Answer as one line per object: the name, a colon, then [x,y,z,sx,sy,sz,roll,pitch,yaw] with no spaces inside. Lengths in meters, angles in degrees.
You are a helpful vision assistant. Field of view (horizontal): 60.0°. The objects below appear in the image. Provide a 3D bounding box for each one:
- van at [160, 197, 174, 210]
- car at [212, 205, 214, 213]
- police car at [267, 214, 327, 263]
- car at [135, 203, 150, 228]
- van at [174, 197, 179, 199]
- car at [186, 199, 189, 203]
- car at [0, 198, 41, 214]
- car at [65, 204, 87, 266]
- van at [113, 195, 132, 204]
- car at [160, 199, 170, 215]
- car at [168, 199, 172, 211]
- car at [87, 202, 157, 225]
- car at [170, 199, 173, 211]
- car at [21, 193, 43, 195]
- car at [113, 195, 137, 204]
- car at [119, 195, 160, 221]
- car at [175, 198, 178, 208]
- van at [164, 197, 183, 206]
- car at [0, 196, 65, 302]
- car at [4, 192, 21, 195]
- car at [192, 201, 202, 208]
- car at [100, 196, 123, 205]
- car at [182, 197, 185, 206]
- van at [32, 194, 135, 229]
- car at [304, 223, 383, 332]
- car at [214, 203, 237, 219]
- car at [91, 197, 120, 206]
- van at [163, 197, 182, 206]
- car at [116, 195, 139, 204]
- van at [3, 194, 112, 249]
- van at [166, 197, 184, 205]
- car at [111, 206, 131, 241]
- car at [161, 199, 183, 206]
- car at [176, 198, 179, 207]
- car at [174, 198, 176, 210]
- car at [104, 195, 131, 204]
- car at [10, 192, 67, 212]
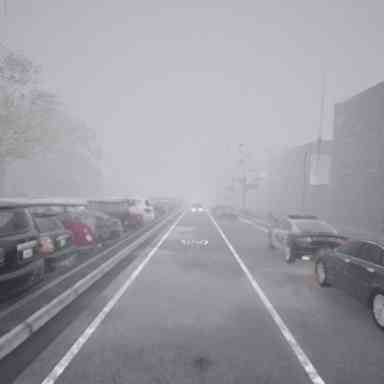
van: [-4.908,1.648,42.431,4.442,1.987,1.878,2,-1,1]
car: [3.956,2.335,48.368,1.994,1.385,4.181,2,-1,1]
police car: [4.339,1.723,13.317,1.930,1.638,5.238,2,-1,1]
car: [-5.371,1.543,20.011,5.008,1.535,2.097,2,-1,1]
van: [-4.736,1.829,53.641,4.442,1.987,1.878,2,-1,1]
car: [-4.350,2.300,84.472,5.566,2.045,2.435,2,-1,1]
car: [-18.236,1.366,33.900,4.674,1.452,2.002,2,-1,1]
car: [-5.519,1.273,8.800,4.553,1.767,2.185,2,-1,1]
van: [-17.576,1.907,84.116,4.442,1.987,1.878,2,-1,1]
car: [-5.155,1.736,34.025,5.008,1.535,2.097,2,-1,1]
car: [-5.303,1.771,36.827,5.366,1.575,1.946,2,-1,1]
car: [-5.285,1.617,25.621,4.892,1.521,2.231,2,-1,1]
car: [-5.104,1.854,39.627,4.792,1.488,2.163,2,-1,1]
car: [-18.156,1.121,36.811,5.566,2.045,2.435,2,-1,1]
car: [-17.444,1.929,86.891,5.566,2.045,2.435,2,-1,1]
car: [-5.354,1.327,22.818,5.566,2.045,2.435,2,-1,1]
car: [-4.917,1.991,48.033,4.792,1.488,2.163,2,-1,1]
van: [-4.538,2.275,81.671,4.442,1.987,1.878,2,-1,1]
car: [-5.621,1.113,6.002,5.566,2.045,2.435,2,-1,1]
car: [-18.285,0.996,28.457,5.566,2.045,2.435,2,-1,1]
car: [1.007,2.566,66.855,1.895,1.301,4.718,2,-1,1]
car: [-17.664,1.830,73.013,4.553,1.767,2.185,2,-1,1]
car: [-4.651,1.982,64.853,5.566,2.045,2.435,2,-1,1]
van: [-5.530,1.277,17.213,4.442,1.987,1.878,2,-1,1]
car: [4.234,1.724,7.198,1.837,1.490,4.892,2,-1,1]
car: [3.795,2.125,35.986,2.033,1.411,5.357,2,-1,1]
car: [-17.537,1.869,67.459,5.366,1.575,1.946,2,-1,1]
van: [-4.582,2.230,78.868,4.442,1.987,1.878,2,-1,1]
car: [-17.345,1.970,89.666,5.566,2.045,2.435,2,-1,1]
van: [-5.386,1.212,11.603,4.442,1.987,1.878,2,-1,1]
van: [-4.452,2.366,87.274,4.442,1.987,1.878,2,-1,1]
car: [-5.459,1.472,14.406,4.892,1.521,2.231,2,-1,1]
car: [-4.509,2.415,76.060,4.892,1.521,2.231,2,-1,1]
car: [-4.897,2.006,50.837,5.008,1.535,2.097,2,-1,1]
car: [-4.960,1.946,45.231,4.792,1.488,2.163,2,-1,1]
car: [-17.572,1.794,78.566,5.566,2.045,2.435,2,-1,1]
car: [-18.116,1.164,39.472,5.566,2.045,2.435,2,-1,1]
